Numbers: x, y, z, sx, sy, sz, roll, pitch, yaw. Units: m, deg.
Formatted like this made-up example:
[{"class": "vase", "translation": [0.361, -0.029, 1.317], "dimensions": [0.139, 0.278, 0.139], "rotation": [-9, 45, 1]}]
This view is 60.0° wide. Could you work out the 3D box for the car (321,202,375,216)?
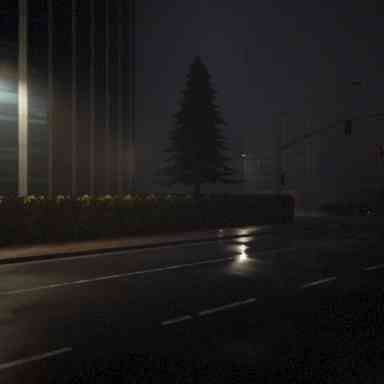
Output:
[{"class": "car", "translation": [15.311, 1.596, 33.044], "dimensions": [1.895, 1.301, 4.718], "rotation": [0, 0, -35]}]
